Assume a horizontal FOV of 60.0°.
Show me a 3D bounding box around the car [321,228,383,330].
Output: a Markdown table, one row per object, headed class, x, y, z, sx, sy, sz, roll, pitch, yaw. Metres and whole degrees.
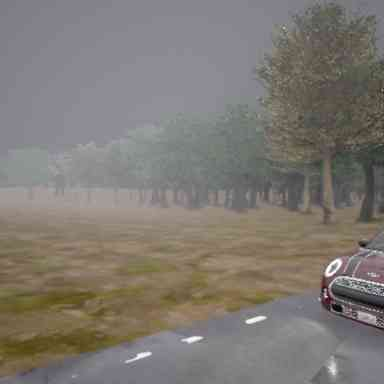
| class | x | y | z | sx | sy | sz | roll | pitch | yaw |
| --- | --- | --- | --- | --- | --- | --- | --- | --- | --- |
| car | 4.565 | 1.383 | 6.514 | 4.553 | 1.767 | 2.097 | 0 | 0 | -36 |
